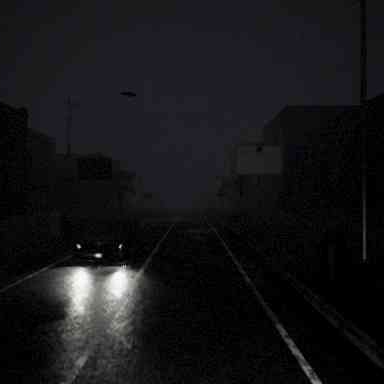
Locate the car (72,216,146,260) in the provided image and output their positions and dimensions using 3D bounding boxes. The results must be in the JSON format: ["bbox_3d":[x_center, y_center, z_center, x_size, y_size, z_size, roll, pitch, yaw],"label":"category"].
[{"bbox_3d":[-3.012,1.695,13.361,2.033,1.411,5.357,0,-1,0],"label":"car"}]
